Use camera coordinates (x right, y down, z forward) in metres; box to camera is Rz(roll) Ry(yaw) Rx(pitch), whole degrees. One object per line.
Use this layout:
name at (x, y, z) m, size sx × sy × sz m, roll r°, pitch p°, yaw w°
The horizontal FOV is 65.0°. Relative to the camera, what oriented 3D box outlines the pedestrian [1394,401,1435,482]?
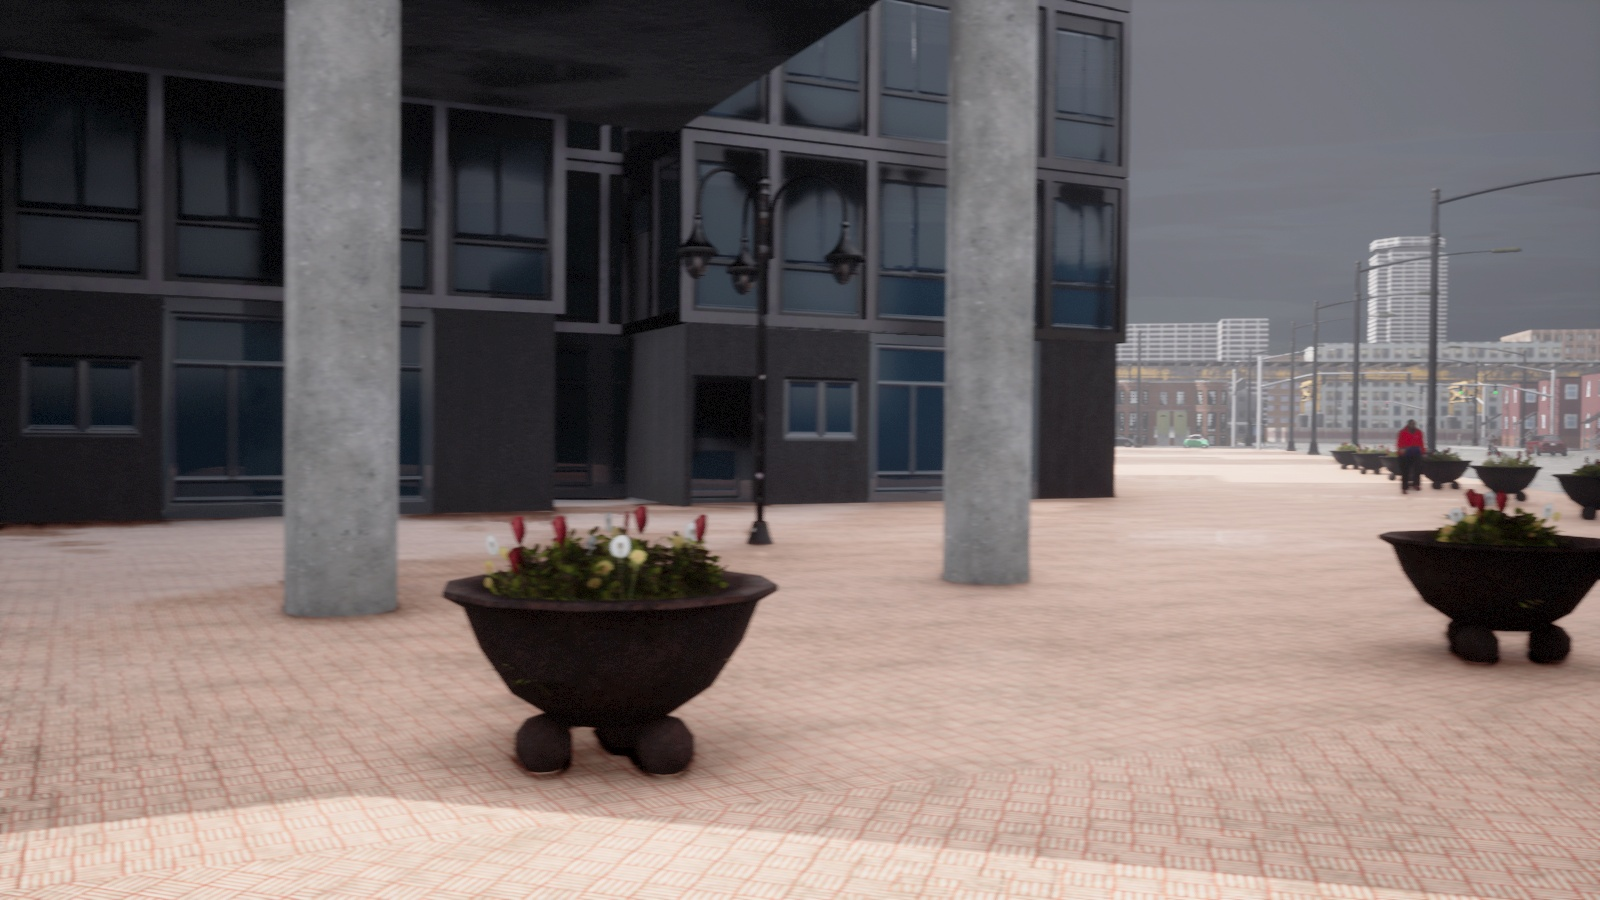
pedestrian at (14.180, -0.200, 28.991) m, size 0.634 × 1.844 × 0.899 m, roll 0°, pitch 1°, yaw 12°
